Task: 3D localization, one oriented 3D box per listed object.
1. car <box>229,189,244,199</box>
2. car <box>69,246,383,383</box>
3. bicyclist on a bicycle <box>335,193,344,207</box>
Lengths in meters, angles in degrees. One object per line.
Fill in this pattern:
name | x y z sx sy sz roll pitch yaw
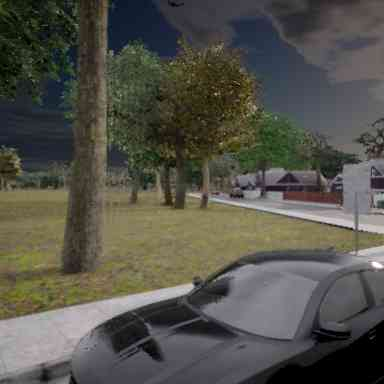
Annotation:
car | 9.660 0.454 71.701 2.150 2.045 5.566 -1 1 -7
car | 1.172 1.480 3.907 5.008 1.535 1.882 0 0 -36
bicyclist on a bicycle | 16.816 0.930 37.207 1.656 1.620 0.582 -1 1 -7
